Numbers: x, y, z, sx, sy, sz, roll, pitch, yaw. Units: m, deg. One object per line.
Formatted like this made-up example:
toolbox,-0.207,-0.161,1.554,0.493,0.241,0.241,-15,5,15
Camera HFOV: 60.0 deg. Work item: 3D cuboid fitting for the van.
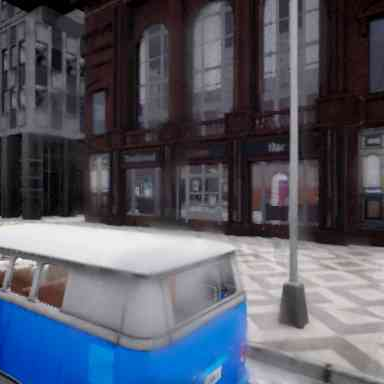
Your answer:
van,-1.329,1.342,3.906,3.998,1.788,1.690,0,0,35
